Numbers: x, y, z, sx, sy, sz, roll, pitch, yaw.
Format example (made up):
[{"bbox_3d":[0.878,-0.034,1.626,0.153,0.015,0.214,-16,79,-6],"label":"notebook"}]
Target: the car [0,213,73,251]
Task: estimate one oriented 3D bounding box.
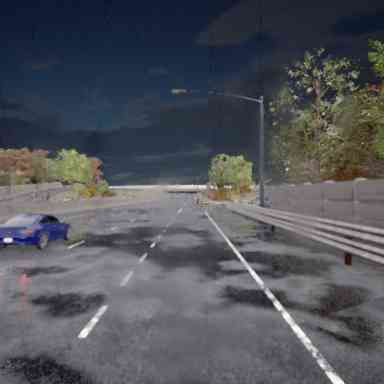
[{"bbox_3d":[-6.896,1.661,14.792,1.812,1.442,4.674,0,-1,0],"label":"car"}]
